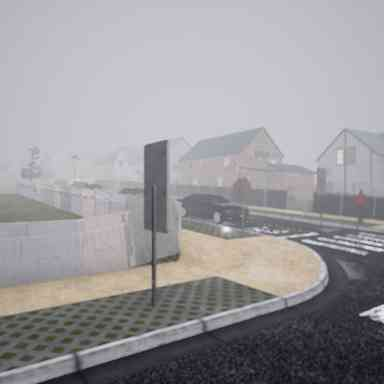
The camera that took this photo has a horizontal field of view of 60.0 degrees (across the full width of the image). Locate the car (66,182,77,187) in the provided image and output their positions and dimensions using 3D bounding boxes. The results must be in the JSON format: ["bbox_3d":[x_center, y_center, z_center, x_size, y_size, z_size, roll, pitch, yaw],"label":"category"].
[{"bbox_3d":[-16.330,-0.802,48.442,1.837,1.490,4.892,0,2,-35],"label":"car"}]

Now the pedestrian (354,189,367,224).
[{"bbox_3d":[8.928,0.732,17.614,0.375,1.860,0.375,4,-2,-35],"label":"pedestrian"}]

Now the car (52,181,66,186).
[{"bbox_3d":[-22.614,-1.275,57.360,2.033,1.411,5.357,0,3,-35],"label":"car"}]

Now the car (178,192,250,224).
[{"bbox_3d":[1.091,0.793,18.568,1.882,1.535,5.008,0,3,-35],"label":"car"}]

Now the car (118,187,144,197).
[{"bbox_3d":[-4.309,0.375,26.236,1.837,1.490,4.892,0,3,-35],"label":"car"}]

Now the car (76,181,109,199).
[{"bbox_3d":[-10.128,-0.106,34.523,1.837,1.490,4.892,0,3,-35],"label":"car"}]
